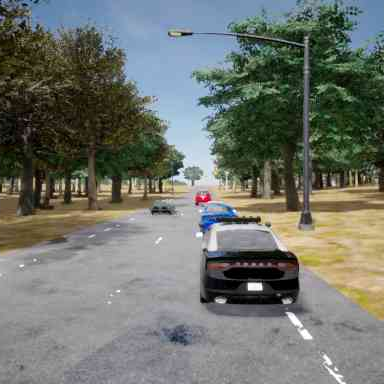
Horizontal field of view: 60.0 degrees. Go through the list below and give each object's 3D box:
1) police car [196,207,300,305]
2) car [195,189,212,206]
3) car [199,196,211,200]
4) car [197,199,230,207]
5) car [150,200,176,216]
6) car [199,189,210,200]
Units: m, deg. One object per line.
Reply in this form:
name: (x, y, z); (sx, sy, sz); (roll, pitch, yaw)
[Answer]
police car: (1.128, 1.409, 8.293); (1.930, 1.638, 5.238); (0, 0, 1)
car: (1.617, 0.805, 46.158); (2.150, 2.045, 5.566); (0, 1, 3)
car: (1.669, 1.315, 24.290); (1.801, 1.575, 5.366); (0, 1, 3)
car: (1.405, 1.401, 18.121); (1.882, 1.535, 5.008); (0, 1, 2)
car: (-2.608, 1.389, 30.550); (1.895, 1.301, 4.718); (0, 1, 3)
car: (2.489, 0.467, 67.354); (2.150, 2.045, 5.566); (0, 1, 3)
